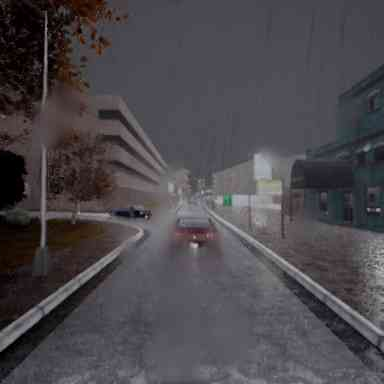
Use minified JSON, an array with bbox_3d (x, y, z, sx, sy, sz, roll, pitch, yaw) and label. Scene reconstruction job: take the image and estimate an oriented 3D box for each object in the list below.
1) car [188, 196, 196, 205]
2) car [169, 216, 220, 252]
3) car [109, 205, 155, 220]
[{"bbox_3d":[0.006,2.354,81.176,2.033,1.411,5.357,0,0,0],"label":"car"},{"bbox_3d":[0.079,1.689,14.266,1.895,1.301,4.718,0,-1,0],"label":"car"},{"bbox_3d":[-5.627,1.869,30.669,4.718,1.301,1.895,1,-2,43],"label":"car"}]
